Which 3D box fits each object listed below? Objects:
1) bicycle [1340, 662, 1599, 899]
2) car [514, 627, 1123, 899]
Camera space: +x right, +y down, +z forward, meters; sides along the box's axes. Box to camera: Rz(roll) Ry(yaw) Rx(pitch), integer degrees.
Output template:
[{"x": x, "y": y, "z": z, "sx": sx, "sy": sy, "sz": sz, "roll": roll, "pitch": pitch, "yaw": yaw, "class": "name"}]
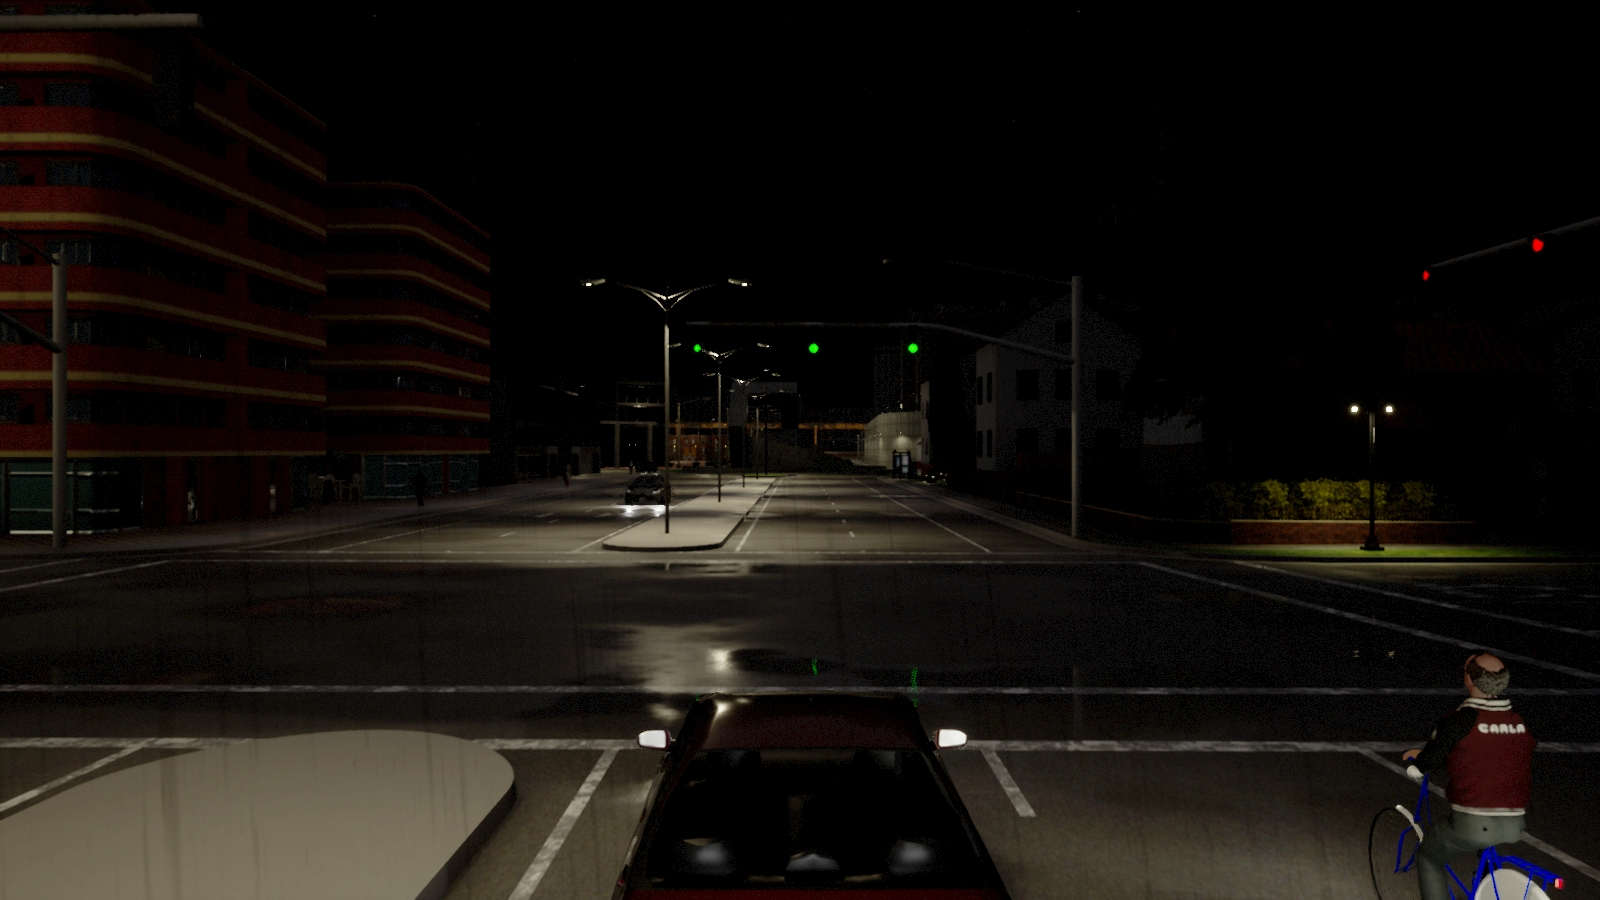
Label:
[{"x": 3.490, "y": 2.054, "z": 6.119, "sx": 0.329, "sy": 1.496, "sz": 1.835, "roll": 0, "pitch": 0, "yaw": 0, "class": "bicycle"}, {"x": 0.032, "y": 2.045, "z": 6.018, "sx": 2.007, "sy": 1.525, "sz": 4.514, "roll": 0, "pitch": 0, "yaw": -1, "class": "car"}]
